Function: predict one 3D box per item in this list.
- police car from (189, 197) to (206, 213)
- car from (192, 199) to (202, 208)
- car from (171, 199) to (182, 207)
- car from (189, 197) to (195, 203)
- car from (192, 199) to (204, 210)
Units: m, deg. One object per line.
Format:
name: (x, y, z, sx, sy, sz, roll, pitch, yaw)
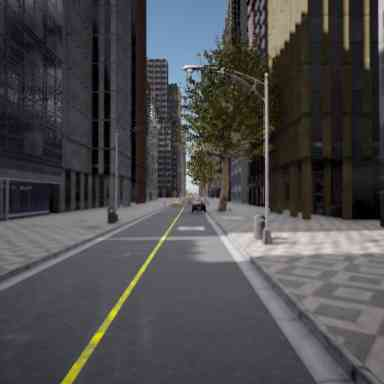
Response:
police car: (0.900, 1.876, 44.673, 1.930, 1.638, 5.238, 0, -1, 0)
car: (0.899, 2.067, 60.753, 1.801, 1.575, 5.366, 0, -1, 0)
car: (-3.015, 2.136, 65.342, 1.882, 1.535, 5.008, 0, -1, 0)
car: (-0.001, 2.299, 95.115, 1.882, 1.535, 5.008, 0, -1, 0)
car: (0.899, 2.028, 54.563, 1.882, 1.535, 5.008, 0, -1, 0)
